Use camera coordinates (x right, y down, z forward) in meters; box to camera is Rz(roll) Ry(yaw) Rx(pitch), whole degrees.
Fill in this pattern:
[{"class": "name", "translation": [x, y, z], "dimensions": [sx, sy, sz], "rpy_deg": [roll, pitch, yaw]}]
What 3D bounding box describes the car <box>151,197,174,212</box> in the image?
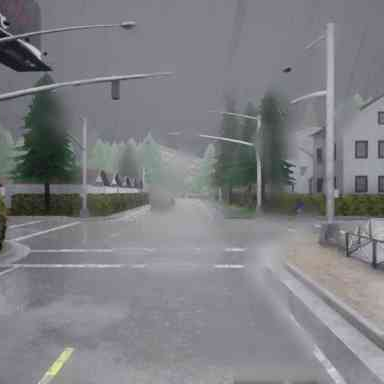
[{"class": "car", "translation": [-3.553, 1.547, 38.420], "dimensions": [2.033, 1.411, 5.357], "rpy_deg": [0, 0, 0]}]
